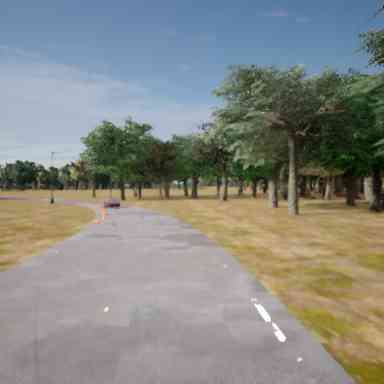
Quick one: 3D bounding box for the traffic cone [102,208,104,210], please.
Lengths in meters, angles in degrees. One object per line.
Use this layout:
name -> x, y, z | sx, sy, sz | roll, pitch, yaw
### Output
traffic cone -> -8.932, 2.078, 33.878 | 0.340, 0.580, 0.340 | 0, 0, -16

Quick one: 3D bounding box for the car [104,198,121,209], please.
car -> -11.748, 1.597, 48.820 | 1.882, 1.535, 5.008 | 0, 0, -23

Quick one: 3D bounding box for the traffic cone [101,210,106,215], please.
traffic cone -> -7.707, 2.070, 29.135 | 0.340, 0.580, 0.340 | 0, 0, -13

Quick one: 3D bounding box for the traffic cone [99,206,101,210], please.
traffic cone -> -10.334, 2.084, 38.571 | 0.340, 0.580, 0.340 | 0, 0, -18

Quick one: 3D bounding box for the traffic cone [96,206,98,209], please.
traffic cone -> -11.914, 2.089, 43.207 | 0.340, 0.580, 0.340 | -1, 0, -20
